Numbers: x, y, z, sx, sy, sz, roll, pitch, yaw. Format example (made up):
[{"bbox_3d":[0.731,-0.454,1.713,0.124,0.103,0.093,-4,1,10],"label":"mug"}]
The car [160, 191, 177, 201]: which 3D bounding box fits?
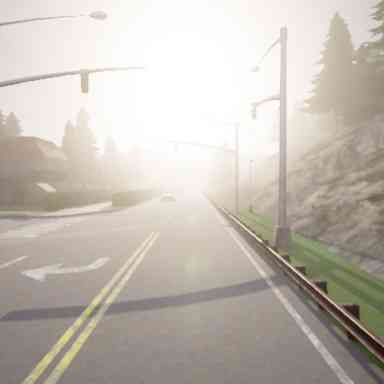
[{"bbox_3d":[-3.272,0.559,46.514,1.812,1.442,4.674,0,2,0],"label":"car"}]
